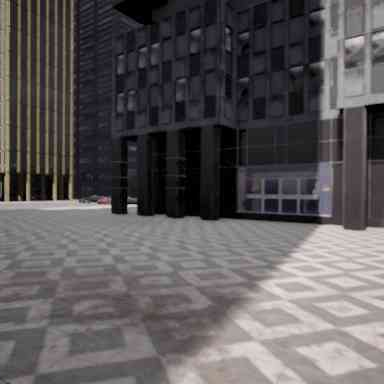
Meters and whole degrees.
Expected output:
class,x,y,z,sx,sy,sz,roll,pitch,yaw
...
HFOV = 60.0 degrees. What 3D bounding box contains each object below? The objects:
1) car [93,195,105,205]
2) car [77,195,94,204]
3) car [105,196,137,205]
class,x,y,z,sx,sy,sz,roll,pitch,yaw
car,-13.640,1.388,55.295,1.994,1.385,4.181,1,0,36
car,-18.328,1.282,59.985,1.837,1.490,4.892,1,0,36
car,-10.964,1.339,53.452,2.128,1.511,4.902,1,0,36
